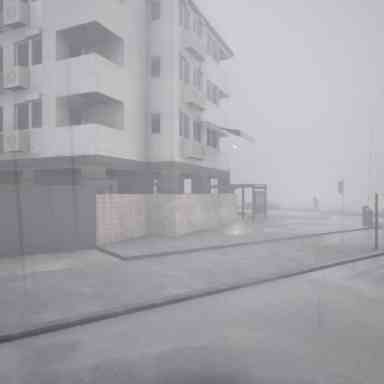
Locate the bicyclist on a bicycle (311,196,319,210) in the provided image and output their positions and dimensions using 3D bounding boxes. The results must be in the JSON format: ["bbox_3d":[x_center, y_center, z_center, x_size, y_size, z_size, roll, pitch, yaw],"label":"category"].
[{"bbox_3d":[14.652,1.348,39.554,1.656,1.620,0.582,0,0,-35],"label":"bicyclist on a bicycle"}]

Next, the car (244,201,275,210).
[{"bbox_3d":[8.234,1.563,41.310,1.994,1.385,4.181,0,0,-35],"label":"car"}]
